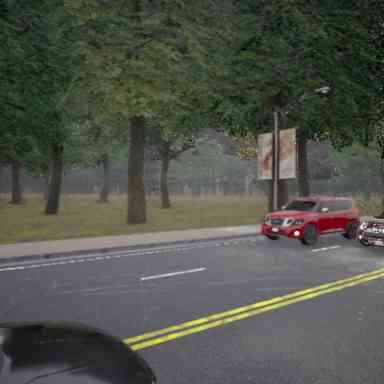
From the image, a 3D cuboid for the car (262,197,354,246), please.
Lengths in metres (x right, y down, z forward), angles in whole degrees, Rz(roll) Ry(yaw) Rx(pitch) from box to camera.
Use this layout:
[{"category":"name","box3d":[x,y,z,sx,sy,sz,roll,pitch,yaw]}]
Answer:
[{"category":"car","box3d":[5.802,1.261,15.818,5.566,2.045,2.150,0,0,-36]}]

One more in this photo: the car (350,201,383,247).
[{"category":"car","box3d":[9.073,1.396,14.164,4.553,1.767,2.097,0,0,-36]}]

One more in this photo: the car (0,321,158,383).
[{"category":"car","box3d":[-2.455,1.488,1.689,4.902,1.511,2.128,0,0,-36]}]
